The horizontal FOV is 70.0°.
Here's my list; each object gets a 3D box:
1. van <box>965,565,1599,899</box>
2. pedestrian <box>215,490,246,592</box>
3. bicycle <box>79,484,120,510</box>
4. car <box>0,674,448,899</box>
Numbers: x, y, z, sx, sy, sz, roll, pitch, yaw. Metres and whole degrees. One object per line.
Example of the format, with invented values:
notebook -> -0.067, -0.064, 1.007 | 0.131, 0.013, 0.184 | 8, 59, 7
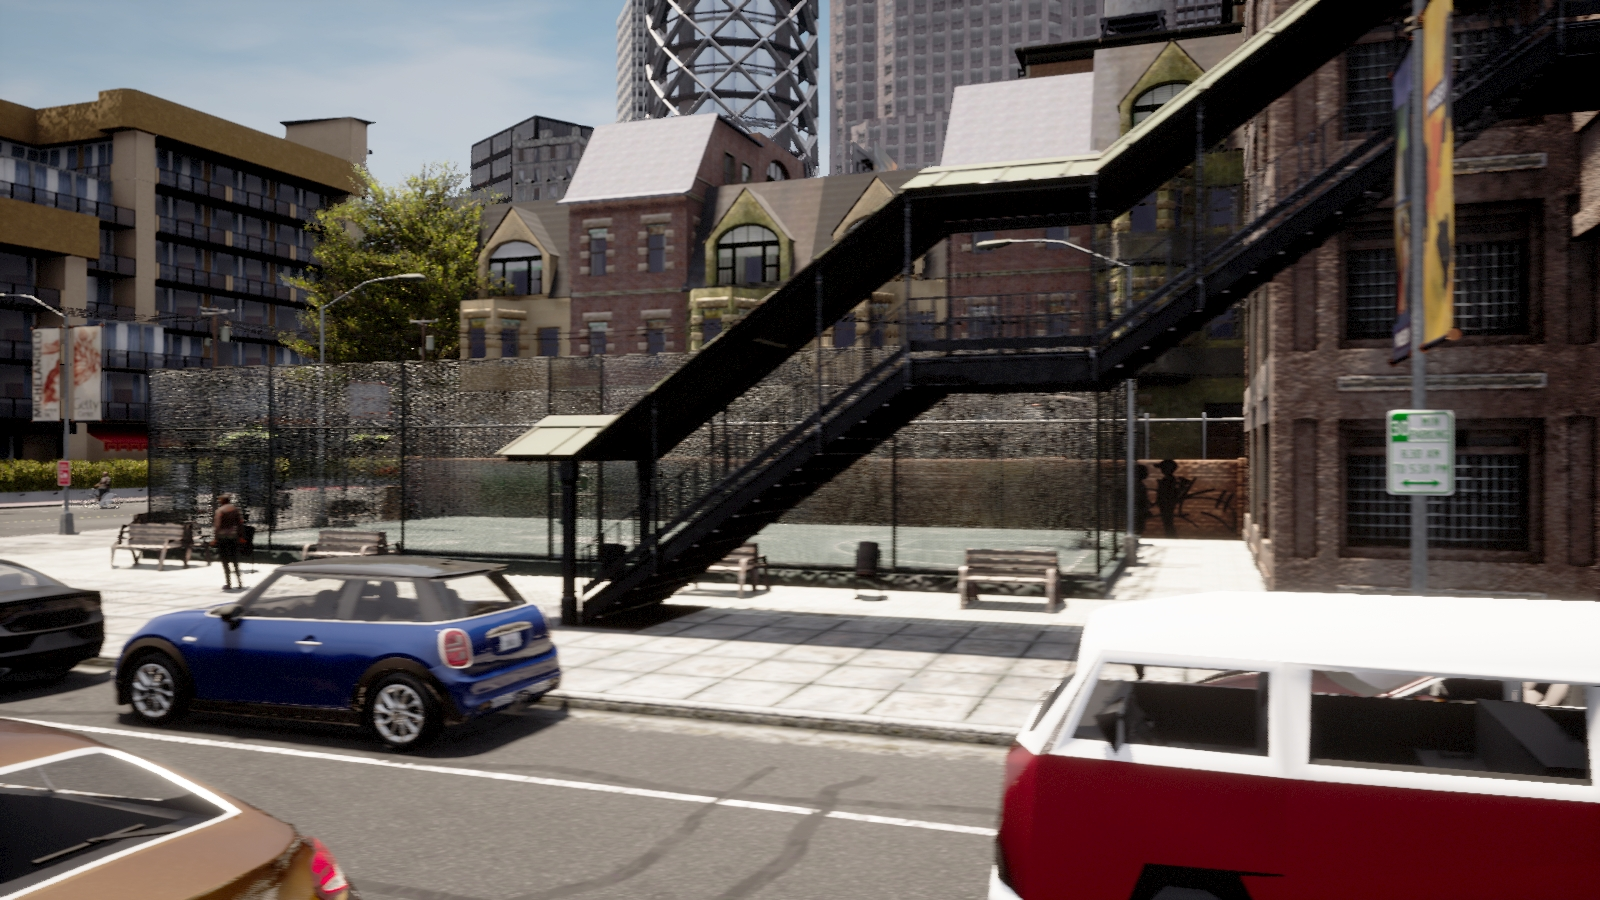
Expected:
van -> 3.273, 1.782, 5.826 | 4.480, 2.038, 2.069 | 0, 0, 20
pedestrian -> -10.675, 1.696, 21.410 | 0.375, 1.860, 0.375 | 0, 0, 31
bicycle -> -32.959, 2.210, 53.787 | 0.329, 1.171, 1.835 | 0, 0, 20
car -> -4.271, 1.992, 4.848 | 5.027, 1.651, 2.152 | 0, 0, 20
